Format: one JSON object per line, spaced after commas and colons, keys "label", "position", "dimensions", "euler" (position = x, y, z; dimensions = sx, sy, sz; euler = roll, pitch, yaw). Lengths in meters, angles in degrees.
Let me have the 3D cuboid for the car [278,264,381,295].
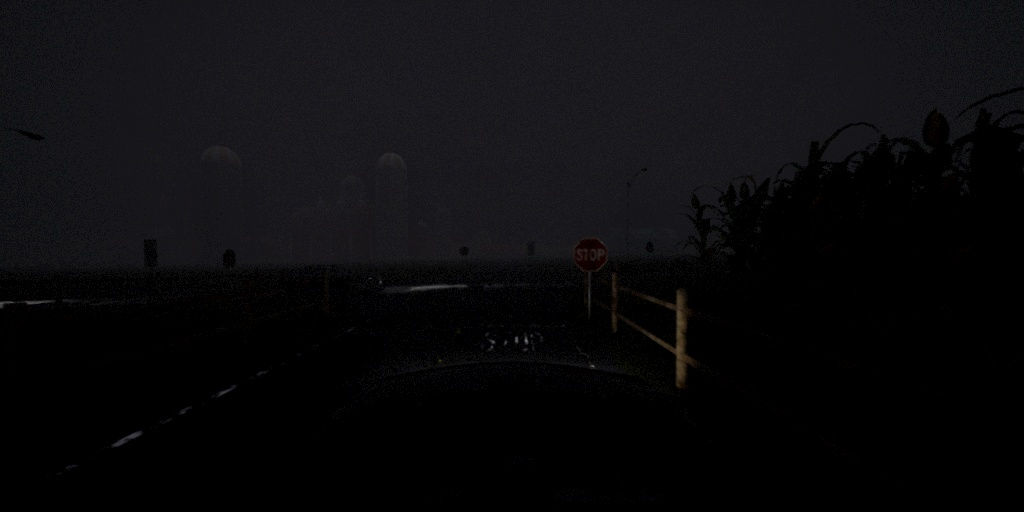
{"label": "car", "position": [-9.524, 1.194, 18.928], "dimensions": [4.902, 1.511, 2.128], "euler": [-1, 2, -10]}
